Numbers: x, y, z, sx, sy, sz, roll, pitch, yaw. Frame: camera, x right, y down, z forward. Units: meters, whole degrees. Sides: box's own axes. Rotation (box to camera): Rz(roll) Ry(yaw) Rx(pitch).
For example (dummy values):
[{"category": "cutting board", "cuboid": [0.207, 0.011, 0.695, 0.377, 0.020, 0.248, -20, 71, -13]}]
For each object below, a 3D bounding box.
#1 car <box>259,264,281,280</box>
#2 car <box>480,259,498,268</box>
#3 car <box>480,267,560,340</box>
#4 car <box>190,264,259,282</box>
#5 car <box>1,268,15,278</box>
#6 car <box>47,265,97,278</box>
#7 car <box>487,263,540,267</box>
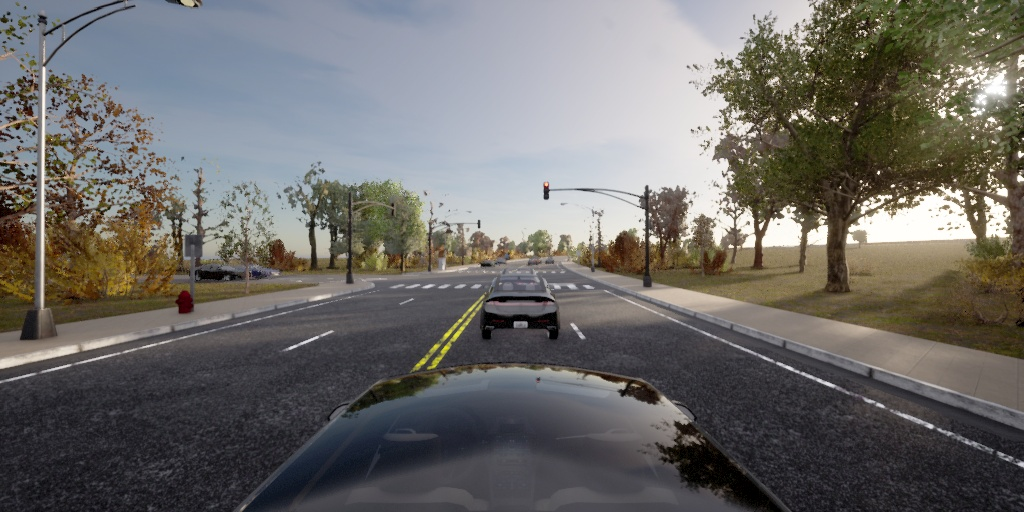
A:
[{"category": "car", "cuboid": [-24.443, 1.490, 34.135, 4.674, 1.442, 1.812, -1, -1, 10]}, {"category": "car", "cuboid": [-3.844, 1.277, 57.140, 1.895, 1.301, 4.718, 0, 0, 5]}, {"category": "car", "cuboid": [0.199, 1.240, 10.011, 2.128, 1.511, 4.902, 0, 0, 0]}, {"category": "car", "cuboid": [-25.029, 1.415, 30.940, 5.008, 1.535, 1.882, -1, -1, 10]}, {"category": "car", "cuboid": [-51.493, 1.752, 35.734, 5.357, 1.411, 2.033, -1, -1, 11]}, {"category": "car", "cuboid": [-46.953, 1.671, 38.189, 5.008, 1.535, 1.882, -1, -1, 11]}, {"category": "car", "cuboid": [0.291, 1.238, 15.339, 2.128, 1.511, 4.902, 0, 0, 2]}]
